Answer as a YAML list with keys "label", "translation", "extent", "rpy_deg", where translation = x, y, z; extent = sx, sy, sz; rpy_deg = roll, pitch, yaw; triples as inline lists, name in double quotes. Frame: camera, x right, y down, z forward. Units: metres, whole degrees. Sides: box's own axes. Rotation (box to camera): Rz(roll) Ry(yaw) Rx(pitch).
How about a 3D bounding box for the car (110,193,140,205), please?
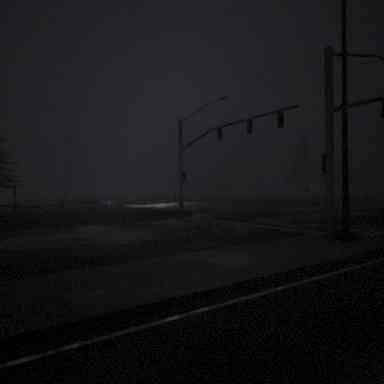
- label: "car"
  translation: [-9.894, 1.257, 49.160]
  extent: [1.895, 1.301, 4.718]
  rpy_deg: [-1, 1, -35]

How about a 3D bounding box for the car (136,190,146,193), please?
- label: "car"
  translation: [-10.663, 0.697, 68.817]
  extent: [2.150, 2.045, 5.566]
  rpy_deg: [-1, 1, -35]

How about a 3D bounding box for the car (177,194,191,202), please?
- label: "car"
  translation: [-1.968, 1.004, 56.182]
  extent: [1.812, 1.442, 4.674]
  rpy_deg: [-1, 1, -34]

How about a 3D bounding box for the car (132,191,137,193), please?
- label: "car"
  translation: [-13.487, 1.013, 66.742]
  extent: [1.882, 1.535, 5.008]
  rpy_deg: [-1, 1, -35]

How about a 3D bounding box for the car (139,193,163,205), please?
- label: "car"
  translation: [-6.883, 1.198, 50.965]
  extent: [1.895, 1.301, 4.718]
  rpy_deg: [-1, 1, -35]

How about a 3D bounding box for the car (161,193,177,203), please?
- label: "car"
  translation: [-4.889, 0.889, 54.242]
  extent: [2.097, 1.767, 4.553]
  rpy_deg: [-1, 1, -34]

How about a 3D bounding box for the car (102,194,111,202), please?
- label: "car"
  translation: [-16.129, 1.156, 64.393]
  extent: [1.994, 1.385, 4.181]
  rpy_deg: [-1, 1, -34]

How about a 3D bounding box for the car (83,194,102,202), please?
- label: "car"
  translation: [-19.072, 1.177, 62.481]
  extent: [1.812, 1.442, 4.674]
  rpy_deg: [-1, 1, -34]
